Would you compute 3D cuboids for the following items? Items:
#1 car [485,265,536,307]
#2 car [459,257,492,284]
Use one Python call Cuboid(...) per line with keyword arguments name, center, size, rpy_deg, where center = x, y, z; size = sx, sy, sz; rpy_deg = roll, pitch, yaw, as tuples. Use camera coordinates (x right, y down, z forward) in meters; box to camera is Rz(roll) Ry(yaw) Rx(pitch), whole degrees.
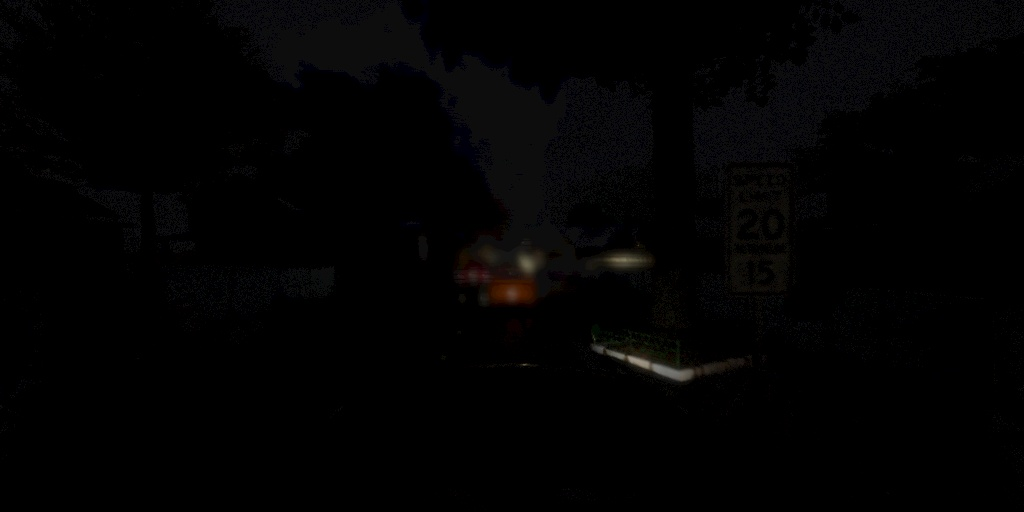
Cuboid(name="car", center=(0.036, 1.300, 16.069), size=(1.882, 1.535, 5.008), rpy_deg=(0, 0, 1))
Cuboid(name="car", center=(-2.750, 1.090, 28.313), size=(2.150, 2.045, 5.566), rpy_deg=(0, 0, 0))
